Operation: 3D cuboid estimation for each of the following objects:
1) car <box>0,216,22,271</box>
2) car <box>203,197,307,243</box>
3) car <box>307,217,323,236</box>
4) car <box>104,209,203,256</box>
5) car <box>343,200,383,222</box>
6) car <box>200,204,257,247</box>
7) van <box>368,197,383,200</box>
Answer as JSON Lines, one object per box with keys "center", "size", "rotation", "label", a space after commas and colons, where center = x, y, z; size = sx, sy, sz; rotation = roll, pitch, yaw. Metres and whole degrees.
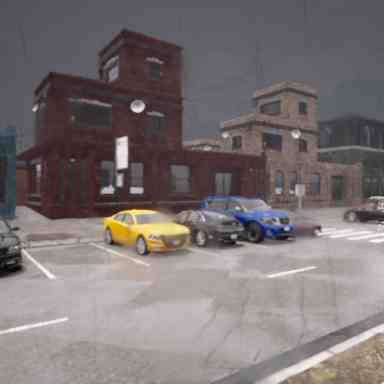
{"center": [-6.613, 1.465, 10.358], "size": [2.097, 1.535, 5.008], "rotation": [0, 0, -35], "label": "car"}
{"center": [2.563, 1.273, 16.840], "size": [2.435, 2.045, 5.566], "rotation": [0, 0, -35], "label": "car"}
{"center": [4.828, 1.568, 18.451], "size": [2.163, 1.488, 4.792], "rotation": [0, 0, -35], "label": "car"}
{"center": [-1.986, 1.495, 13.643], "size": [2.097, 1.535, 5.008], "rotation": [0, 0, -35], "label": "car"}
{"center": [13.872, 1.591, 24.917], "size": [2.231, 1.521, 4.892], "rotation": [0, 0, -35], "label": "car"}
{"center": [0.285, 1.511, 15.246], "size": [2.231, 1.521, 4.892], "rotation": [0, 0, -35], "label": "car"}
{"center": [16.066, 1.376, 26.630], "size": [1.878, 1.987, 4.442], "rotation": [0, 0, -35], "label": "van"}
